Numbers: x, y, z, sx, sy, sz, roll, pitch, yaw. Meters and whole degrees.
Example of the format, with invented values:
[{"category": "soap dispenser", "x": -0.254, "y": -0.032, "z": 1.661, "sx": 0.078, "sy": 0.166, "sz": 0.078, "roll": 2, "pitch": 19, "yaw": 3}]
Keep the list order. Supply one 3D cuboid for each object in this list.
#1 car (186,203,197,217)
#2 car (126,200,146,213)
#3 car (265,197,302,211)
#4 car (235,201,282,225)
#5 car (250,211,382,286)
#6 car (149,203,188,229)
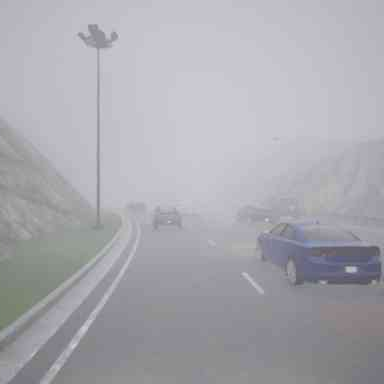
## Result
[{"category": "car", "x": -0.734, "y": 1.798, "z": 33.882, "sx": 1.812, "sy": 1.442, "sz": 4.674, "roll": 0, "pitch": -1, "yaw": -14}, {"category": "car", "x": -7.333, "y": 1.840, "z": 43.317, "sx": 1.882, "sy": 1.535, "sz": 5.008, "roll": 0, "pitch": -1, "yaw": -21}, {"category": "car", "x": 7.607, "y": 1.440, "z": 29.697, "sx": 2.150, "sy": 2.045, "sz": 5.566, "roll": 0, "pitch": -1, "yaw": -13}, {"category": "car", "x": 4.795, "y": 1.698, "z": 25.596, "sx": 1.837, "sy": 1.490, "sz": 4.892, "roll": 1, "pitch": -1, "yaw": -11}, {"category": "car", "x": 3.288, "y": 1.547, "z": 9.658, "sx": 1.882, "sy": 1.535, "sz": 5.008, "roll": 0, "pitch": 0, "yaw": -4}, {"category": "car", "x": -1.860, "y": 1.681, "z": 23.048, "sx": 2.128, "sy": 1.511, "sz": 4.902, "roll": 0, "pitch": 0, "yaw": -10}]
